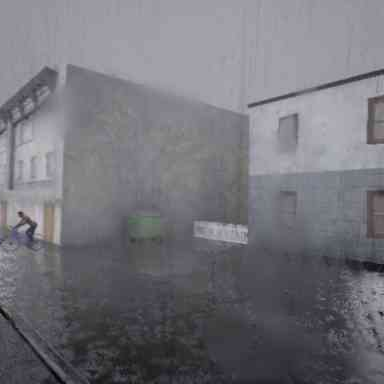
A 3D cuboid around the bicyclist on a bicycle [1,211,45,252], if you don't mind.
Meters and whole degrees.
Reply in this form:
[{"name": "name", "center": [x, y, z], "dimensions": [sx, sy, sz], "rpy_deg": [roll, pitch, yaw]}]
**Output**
[{"name": "bicyclist on a bicycle", "center": [-6.833, 1.597, 13.547], "dimensions": [1.656, 1.620, 0.582], "rpy_deg": [2, -2, -41]}]
